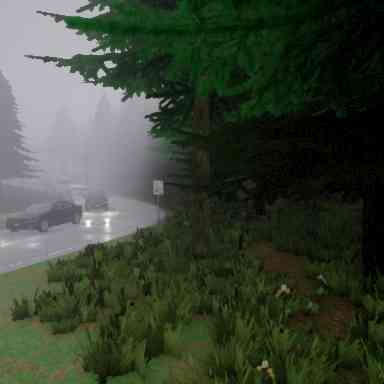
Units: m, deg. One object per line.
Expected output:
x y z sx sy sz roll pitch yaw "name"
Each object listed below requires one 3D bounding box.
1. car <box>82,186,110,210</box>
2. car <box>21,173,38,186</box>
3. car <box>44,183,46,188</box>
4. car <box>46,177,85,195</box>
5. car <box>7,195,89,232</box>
-8.318 0.651 28.895 1.837 1.490 4.892 0 5 -19 "car"
-25.641 -2.127 52.452 2.150 2.045 5.566 0 5 -30 "car"
-18.323 -0.951 45.380 4.892 1.490 1.837 6 4 38 "car"
-13.933 -0.565 37.847 5.566 2.045 2.150 7 5 40 "car"
-8.122 1.226 18.790 1.882 1.535 5.008 0 2 12 "car"
